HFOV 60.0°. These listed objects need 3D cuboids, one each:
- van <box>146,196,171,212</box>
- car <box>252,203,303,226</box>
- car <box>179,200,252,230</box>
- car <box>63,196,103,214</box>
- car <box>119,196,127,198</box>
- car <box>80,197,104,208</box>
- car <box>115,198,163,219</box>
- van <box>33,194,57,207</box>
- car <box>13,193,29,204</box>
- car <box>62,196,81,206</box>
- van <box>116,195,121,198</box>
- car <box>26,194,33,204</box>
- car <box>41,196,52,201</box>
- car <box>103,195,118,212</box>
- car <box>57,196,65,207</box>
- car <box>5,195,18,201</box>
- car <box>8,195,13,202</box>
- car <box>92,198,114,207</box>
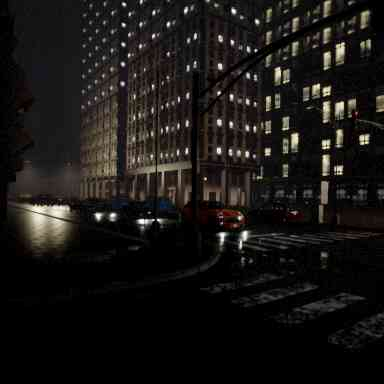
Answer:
[{"bbox_3d":[-4.016,1.382,37.787,1.690,1.788,3.998,1,-1,-35],"label":"van"},{"bbox_3d":[5.799,1.505,23.973,1.967,1.590,4.097,1,-1,-35],"label":"car"},{"bbox_3d":[1.144,1.303,20.531,2.097,1.767,4.553,1,-1,-35],"label":"car"},{"bbox_3d":[-10.850,1.427,32.932,2.008,1.369,4.403,1,-1,-35],"label":"car"},{"bbox_3d":[-7.292,1.584,42.389,2.008,1.369,4.403,1,-1,-35],"label":"car"},{"bbox_3d":[-14.449,1.497,47.904,1.812,1.442,4.674,1,-1,-35],"label":"car"},{"bbox_3d":[-4.608,1.501,28.623,1.994,1.385,4.181,1,-1,-35],"label":"car"},{"bbox_3d":[-20.662,1.197,46.747,1.690,1.788,3.998,1,-1,-35],"label":"van"},{"bbox_3d":[-30.479,1.155,60.560,2.192,1.841,5.009,1,-1,-35],"label":"car"},{"bbox_3d":[-20.468,1.465,56.288,1.837,1.490,4.892,1,-1,-35],"label":"car"},{"bbox_3d":[-10.560,1.368,46.996,1.690,1.788,3.998,1,-1,-35],"label":"van"},{"bbox_3d":[-23.939,1.432,51.348,1.802,1.307,4.206,1,-1,-35],"label":"car"},{"bbox_3d":[-36.742,1.570,83.828,1.802,1.307,4.206,1,-1,-35],"label":"car"},{"bbox_3d":[-10.353,1.401,36.714,1.882,1.535,5.008,1,0,-36],"label":"car"},{"bbox_3d":[-19.432,1.402,49.648,2.128,1.511,4.902,1,-1,-35],"label":"car"},{"bbox_3d":[-40.298,1.378,74.370,2.008,1.369,4.403,1,-1,-35],"label":"car"},{"bbox_3d":[-37.027,1.397,69.766,1.947,1.339,4.313,1,-1,-35],"label":"car"},{"bbox_3d":[-13.837,1.586,51.598,1.947,1.339,4.313,1,-1,-35],"label":"car"}]
